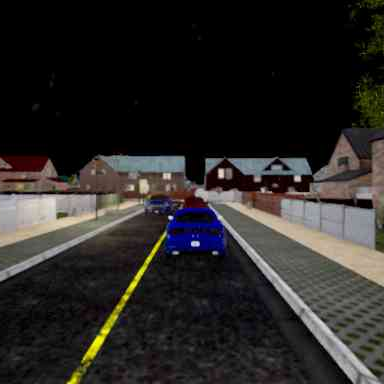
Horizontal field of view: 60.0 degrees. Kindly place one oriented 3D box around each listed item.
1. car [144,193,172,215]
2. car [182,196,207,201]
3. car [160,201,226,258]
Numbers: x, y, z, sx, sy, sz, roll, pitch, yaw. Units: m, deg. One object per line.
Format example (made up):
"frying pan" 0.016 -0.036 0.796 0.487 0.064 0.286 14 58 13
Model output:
"car" -2.737 0.940 28.191 2.097 1.767 4.553 0 1 0
"car" 0.175 1.077 27.448 1.882 1.535 5.008 0 1 0
"car" 0.122 1.301 12.068 1.882 1.535 5.008 0 1 1
